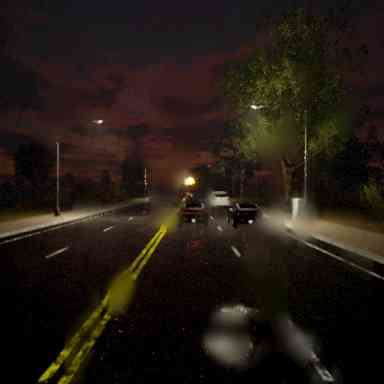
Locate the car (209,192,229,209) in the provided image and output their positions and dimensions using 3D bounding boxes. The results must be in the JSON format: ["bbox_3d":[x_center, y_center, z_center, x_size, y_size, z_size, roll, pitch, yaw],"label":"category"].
[{"bbox_3d":[3.321,1.009,40.764,2.150,2.045,5.566,0,1,-1],"label":"car"}]

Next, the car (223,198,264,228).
[{"bbox_3d":[3.344,1.400,21.386,1.837,1.490,4.892,0,1,0],"label":"car"}]

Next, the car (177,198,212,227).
[{"bbox_3d":[0.095,1.396,22.047,1.837,1.490,4.892,0,1,0],"label":"car"}]
